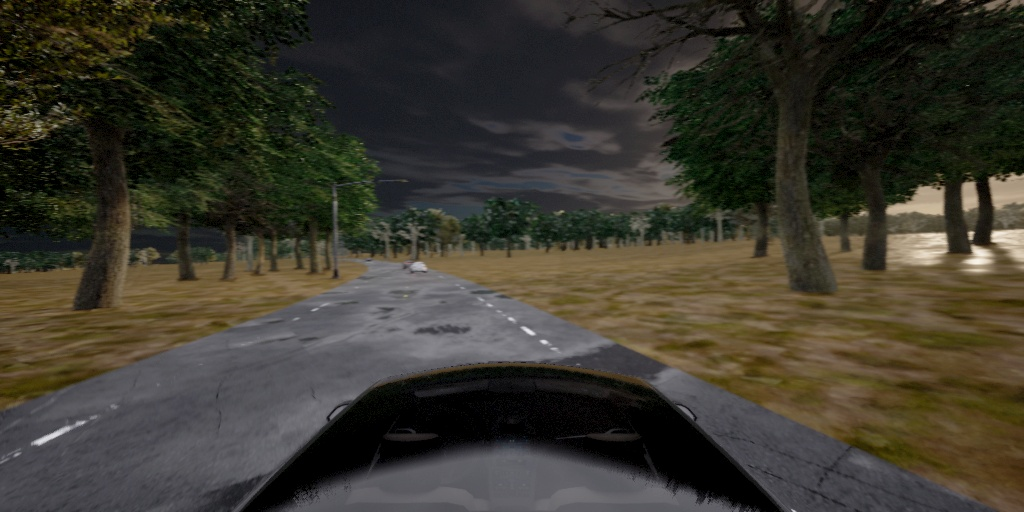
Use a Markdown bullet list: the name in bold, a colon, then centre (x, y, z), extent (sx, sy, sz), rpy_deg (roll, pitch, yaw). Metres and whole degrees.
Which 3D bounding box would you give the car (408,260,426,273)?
- **car**: centre (-12.582, 1.535, 48.047), extent (1.812, 1.442, 4.674), rpy_deg (-1, 0, -19)
